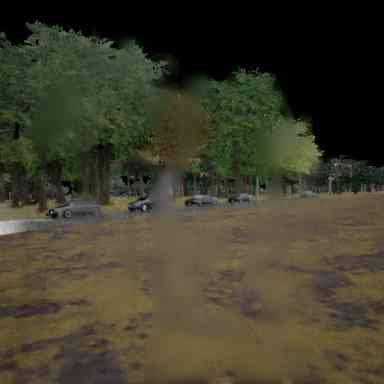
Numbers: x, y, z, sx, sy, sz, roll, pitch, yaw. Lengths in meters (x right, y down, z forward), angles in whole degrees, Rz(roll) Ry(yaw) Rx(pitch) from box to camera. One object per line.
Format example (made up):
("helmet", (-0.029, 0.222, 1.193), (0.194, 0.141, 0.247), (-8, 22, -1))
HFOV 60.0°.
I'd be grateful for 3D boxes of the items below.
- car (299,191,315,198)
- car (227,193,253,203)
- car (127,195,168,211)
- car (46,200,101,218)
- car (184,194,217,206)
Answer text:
("car", (22.988, 0.450, 66.266), (2.033, 1.411, 5.357), (-3, -1, 35))
("car", (7.387, 0.867, 50.522), (2.033, 1.411, 5.357), (-3, -1, 36))
("car", (-4.467, 1.133, 33.824), (1.837, 1.490, 4.892), (-3, -1, 35))
("car", (-9.454, 1.330, 26.739), (1.994, 1.385, 4.181), (-3, -1, 36))
("car", (1.197, 1.025, 41.826), (2.033, 1.411, 5.357), (-3, -1, 35))
